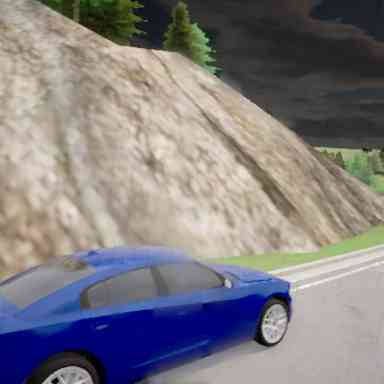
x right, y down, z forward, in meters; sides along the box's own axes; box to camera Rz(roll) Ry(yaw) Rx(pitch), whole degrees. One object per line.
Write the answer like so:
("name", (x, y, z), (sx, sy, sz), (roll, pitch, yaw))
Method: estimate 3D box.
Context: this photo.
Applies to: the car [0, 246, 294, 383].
("car", (-0.600, 1.524, 4.721), (5.008, 1.535, 1.882), (1, -1, -37))
